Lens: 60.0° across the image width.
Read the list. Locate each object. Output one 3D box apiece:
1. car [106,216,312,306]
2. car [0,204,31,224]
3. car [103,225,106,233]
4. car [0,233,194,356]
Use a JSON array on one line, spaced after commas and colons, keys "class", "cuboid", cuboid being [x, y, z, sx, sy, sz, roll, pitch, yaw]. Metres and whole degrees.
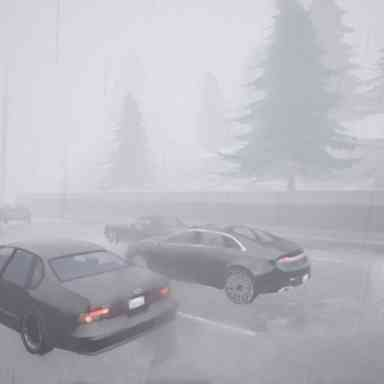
[{"class": "car", "cuboid": [0.381, 1.542, 8.229, 4.902, 1.511, 2.128, 0, 0, 37]}, {"class": "car", "cuboid": [-14.439, 1.688, 26.658, 2.128, 1.511, 4.902, 0, 0, -42]}, {"class": "car", "cuboid": [-1.786, 1.694, 14.429, 4.718, 1.301, 1.895, 0, 0, 40]}, {"class": "car", "cuboid": [-2.736, 1.592, 6.167, 5.357, 1.411, 2.033, 0, 0, 38]}]
